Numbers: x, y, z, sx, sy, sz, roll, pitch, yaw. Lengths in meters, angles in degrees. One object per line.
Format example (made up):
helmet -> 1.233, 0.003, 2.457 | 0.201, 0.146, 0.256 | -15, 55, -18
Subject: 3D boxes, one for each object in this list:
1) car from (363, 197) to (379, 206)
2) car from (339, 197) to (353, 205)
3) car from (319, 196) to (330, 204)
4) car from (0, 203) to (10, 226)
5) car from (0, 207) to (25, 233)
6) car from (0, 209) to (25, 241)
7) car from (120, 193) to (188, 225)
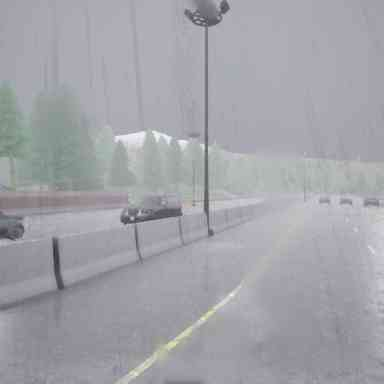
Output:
car -> 29.161, 1.491, 54.201 | 2.128, 1.511, 4.902 | 0, 0, 22
car -> 27.250, 1.526, 58.868 | 1.812, 1.442, 4.674 | 0, 0, 22
car -> 25.403, 1.491, 63.675 | 2.128, 1.511, 4.902 | 0, 0, 22
car -> -14.302, 1.525, 21.171 | 1.812, 1.442, 4.674 | 0, 0, 22
car -> -11.771, 1.601, 18.117 | 1.895, 1.301, 4.718 | 0, 0, 22
car -> -9.548, 1.564, 14.499 | 1.994, 1.385, 4.181 | 0, 0, 24
car -> -2.527, 1.223, 22.299 | 2.150, 2.045, 5.566 | 0, 0, 22
